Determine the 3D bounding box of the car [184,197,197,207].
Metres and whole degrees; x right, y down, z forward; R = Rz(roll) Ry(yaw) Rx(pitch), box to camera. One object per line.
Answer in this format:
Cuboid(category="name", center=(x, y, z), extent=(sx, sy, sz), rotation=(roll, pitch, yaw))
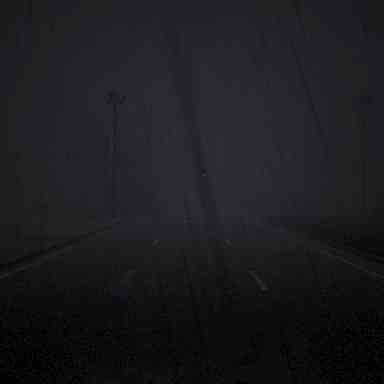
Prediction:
Cuboid(category="car", center=(-0.008, 2.299, 67.029), extent=(2.033, 1.411, 5.357), rotation=(0, -1, 0))
